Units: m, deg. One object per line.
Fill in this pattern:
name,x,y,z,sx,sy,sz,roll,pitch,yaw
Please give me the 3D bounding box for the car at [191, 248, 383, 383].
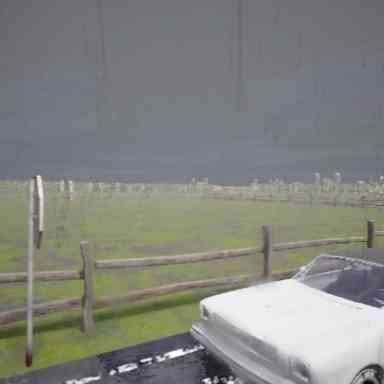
car,2.374,1.543,4.508,4.718,1.301,1.895,0,1,-31
